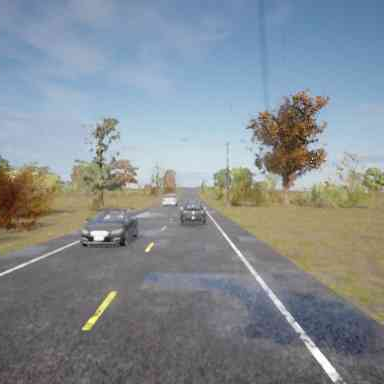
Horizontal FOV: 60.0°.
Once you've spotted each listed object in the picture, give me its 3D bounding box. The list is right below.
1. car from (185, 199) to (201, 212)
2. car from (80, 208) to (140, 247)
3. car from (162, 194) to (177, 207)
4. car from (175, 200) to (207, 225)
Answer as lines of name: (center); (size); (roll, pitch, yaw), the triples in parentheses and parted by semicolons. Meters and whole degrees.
car: (0.098, 1.672, 41.970); (1.994, 1.385, 4.181); (0, 0, 0)
car: (-3.601, 1.534, 15.318); (2.128, 1.511, 4.902); (0, 0, 0)
car: (-3.564, 1.357, 54.251); (2.150, 2.045, 5.566); (0, 0, 1)
car: (0.099, 1.559, 24.914); (2.128, 1.511, 4.902); (0, 0, 0)
